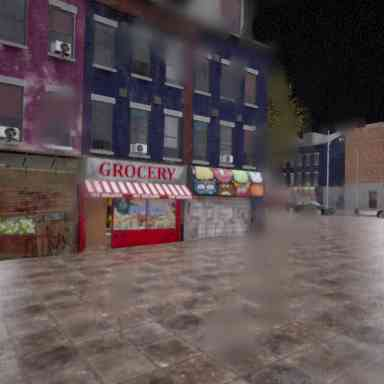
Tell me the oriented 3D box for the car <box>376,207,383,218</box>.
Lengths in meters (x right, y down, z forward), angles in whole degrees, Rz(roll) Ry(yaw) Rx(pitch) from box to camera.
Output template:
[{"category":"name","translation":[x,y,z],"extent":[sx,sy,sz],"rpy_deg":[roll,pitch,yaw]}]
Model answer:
[{"category":"car","translation":[17.033,1.590,26.367],"extent":[1.994,1.385,4.181],"rpy_deg":[2,-2,-35]}]

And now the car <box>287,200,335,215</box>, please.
[{"category":"car","translation":[11.945,1.567,33.630],"extent":[1.882,1.535,5.008],"rpy_deg":[2,-2,-35]}]
